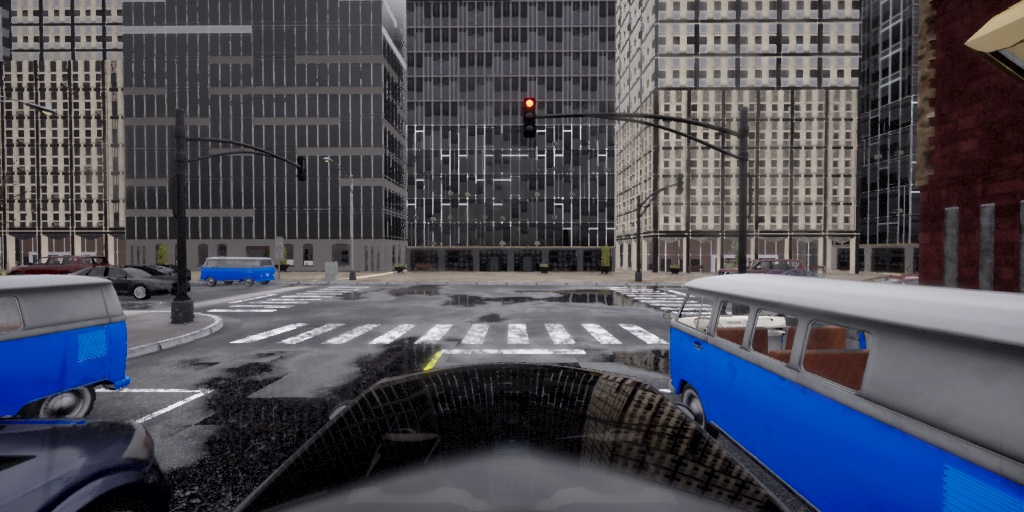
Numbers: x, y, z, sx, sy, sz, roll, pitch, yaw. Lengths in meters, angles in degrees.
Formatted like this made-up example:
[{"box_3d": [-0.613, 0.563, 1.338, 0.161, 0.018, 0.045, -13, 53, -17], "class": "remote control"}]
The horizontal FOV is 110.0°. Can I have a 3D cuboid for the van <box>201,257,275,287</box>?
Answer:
[{"box_3d": [-17.096, 0.951, 22.373, 3.998, 1.789, 1.690, 0, 0, 1], "class": "van"}]

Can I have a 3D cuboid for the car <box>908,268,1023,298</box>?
[{"box_3d": [25.266, 1.412, 19.392, 5.357, 1.411, 2.033, 0, 1, 0], "class": "car"}]

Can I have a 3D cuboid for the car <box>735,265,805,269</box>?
[{"box_3d": [14.801, 1.372, 19.486, 4.181, 1.385, 1.994, 0, 1, 1], "class": "car"}]

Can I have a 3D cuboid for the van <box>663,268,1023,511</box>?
[{"box_3d": [2.691, 1.090, 2.782, 1.690, 1.789, 3.998, 0, 0, 0], "class": "van"}]

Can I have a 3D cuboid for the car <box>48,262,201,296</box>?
[{"box_3d": [-17.718, 1.193, 16.576, 4.892, 1.490, 1.837, 0, 1, 1], "class": "car"}]

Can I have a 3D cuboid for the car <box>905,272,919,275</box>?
[{"box_3d": [15.216, 1.437, 13.703, 4.507, 1.381, 1.888, 0, 0, 1], "class": "car"}]

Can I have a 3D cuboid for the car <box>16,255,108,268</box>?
[{"box_3d": [-28.141, 0.874, 22.473, 5.009, 1.841, 2.192, 0, 0, 1], "class": "car"}]

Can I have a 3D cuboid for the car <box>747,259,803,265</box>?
[{"box_3d": [15.292, 1.089, 22.082, 5.009, 1.841, 2.192, 0, 0, 1], "class": "car"}]

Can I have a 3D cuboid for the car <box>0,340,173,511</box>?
[{"box_3d": [-3.133, 1.315, 0.486, 1.994, 1.385, 4.181, 0, 0, 0], "class": "car"}]

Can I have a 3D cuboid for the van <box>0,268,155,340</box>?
[{"box_3d": [-5.690, 1.090, 2.836, 1.690, 1.789, 3.998, 0, 0, 0], "class": "van"}]
